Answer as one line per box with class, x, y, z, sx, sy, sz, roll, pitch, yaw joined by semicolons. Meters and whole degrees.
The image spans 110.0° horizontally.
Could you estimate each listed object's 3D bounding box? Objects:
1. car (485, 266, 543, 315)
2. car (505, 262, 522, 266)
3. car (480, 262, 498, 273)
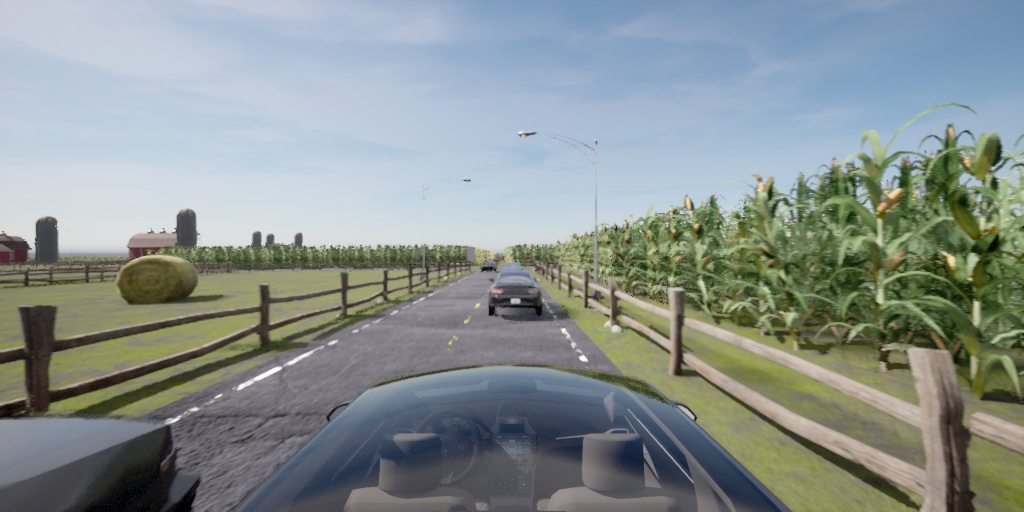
car;0.104;1.256;13.433;1.812;1.442;4.674;0;0;0
car;0.109;1.248;30.625;2.033;1.411;5.357;0;0;0
car;-2.739;1.350;43.249;1.895;1.301;4.718;0;0;0
